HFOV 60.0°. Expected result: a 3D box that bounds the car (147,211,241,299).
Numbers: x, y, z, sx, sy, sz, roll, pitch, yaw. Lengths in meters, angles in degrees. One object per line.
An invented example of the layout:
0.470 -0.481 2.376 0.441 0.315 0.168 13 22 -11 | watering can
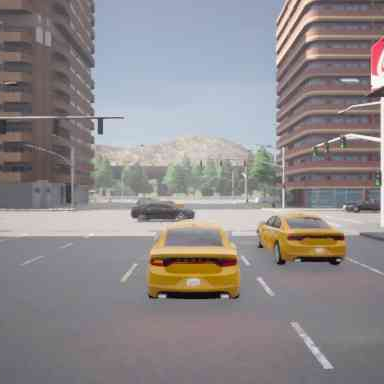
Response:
0.050 1.478 8.497 1.882 1.535 5.008 0 0 1 | car

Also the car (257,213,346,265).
3.567 1.478 11.735 1.882 1.535 5.008 0 0 0 | car

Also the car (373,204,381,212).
3.600 1.222 1.792 2.150 2.045 5.566 0 0 0 | car

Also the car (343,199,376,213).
18.972 1.491 36.154 4.902 1.511 2.128 0 0 0 | car

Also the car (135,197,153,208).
-7.081 1.478 49.355 1.882 1.535 5.008 0 0 0 | car

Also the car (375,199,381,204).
20.899 1.564 32.666 4.181 1.385 1.994 0 0 0 | car

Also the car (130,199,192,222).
-2.231 1.505 25.334 4.892 1.490 1.837 0 0 0 | car

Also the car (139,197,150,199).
-2.957 1.477 34.991 1.882 1.535 5.008 1 1 43 | car
